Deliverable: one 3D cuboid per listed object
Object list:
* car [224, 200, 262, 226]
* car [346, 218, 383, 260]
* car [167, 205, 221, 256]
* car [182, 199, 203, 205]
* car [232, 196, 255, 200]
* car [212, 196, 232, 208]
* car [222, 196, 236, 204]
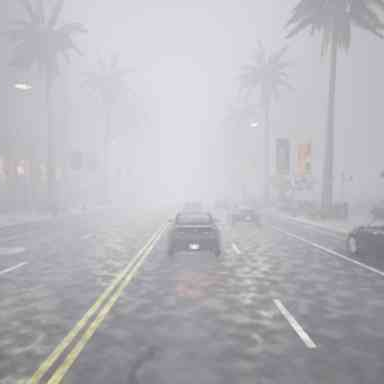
[{"bbox_3d":[3.548,1.503,23.365,1.812,1.442,4.674,0,0,0],"label":"car"},{"bbox_3d":[6.565,1.470,10.272,2.231,1.521,4.892,0,0,0],"label":"car"},{"bbox_3d":[0.071,1.492,13.062,1.837,1.490,4.892,0,0,0],"label":"car"},{"bbox_3d":[0.027,1.460,33.056,2.128,1.511,4.902,0,0,0],"label":"car"},{"bbox_3d":[6.510,1.316,39.647,2.185,1.767,4.553,0,0,0],"label":"car"},{"bbox_3d":[3.518,1.450,40.771,2.128,1.511,4.902,0,0,0],"label":"car"},{"bbox_3d":[6.769,1.454,61.577,2.161,1.482,4.786,0,0,0],"label":"car"}]
